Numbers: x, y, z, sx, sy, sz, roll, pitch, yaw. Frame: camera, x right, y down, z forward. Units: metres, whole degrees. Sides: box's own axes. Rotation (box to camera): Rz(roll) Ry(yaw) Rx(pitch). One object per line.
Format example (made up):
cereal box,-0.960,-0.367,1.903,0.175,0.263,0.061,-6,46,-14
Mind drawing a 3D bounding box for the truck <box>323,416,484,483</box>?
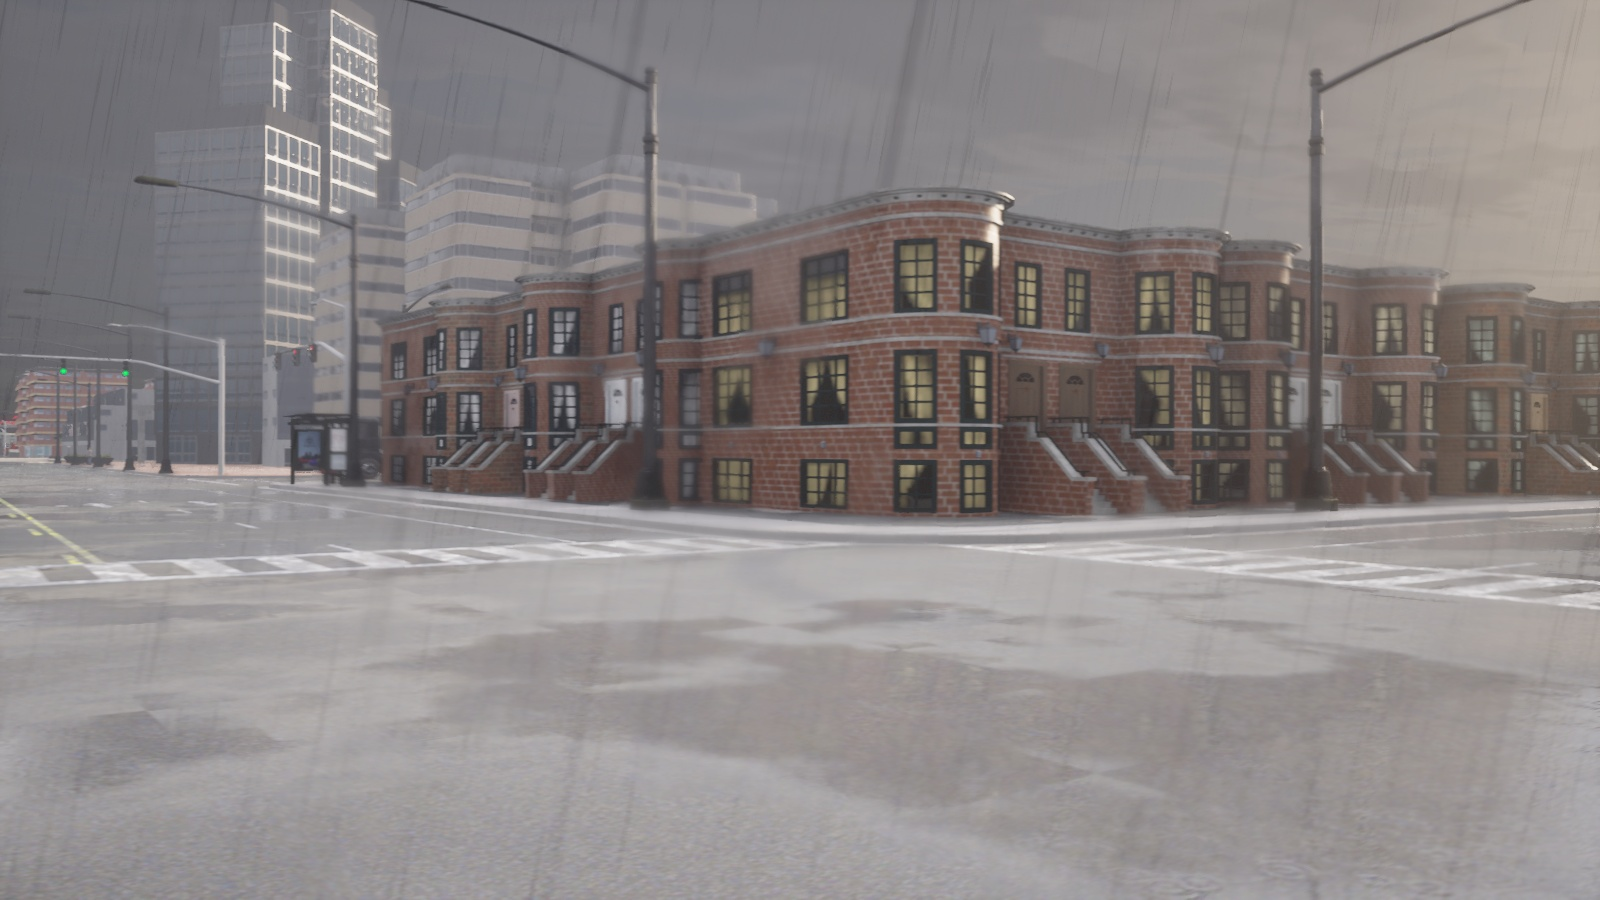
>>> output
truck,-21.798,-0.021,69.244,7.936,3.462,2.891,0,0,-35
